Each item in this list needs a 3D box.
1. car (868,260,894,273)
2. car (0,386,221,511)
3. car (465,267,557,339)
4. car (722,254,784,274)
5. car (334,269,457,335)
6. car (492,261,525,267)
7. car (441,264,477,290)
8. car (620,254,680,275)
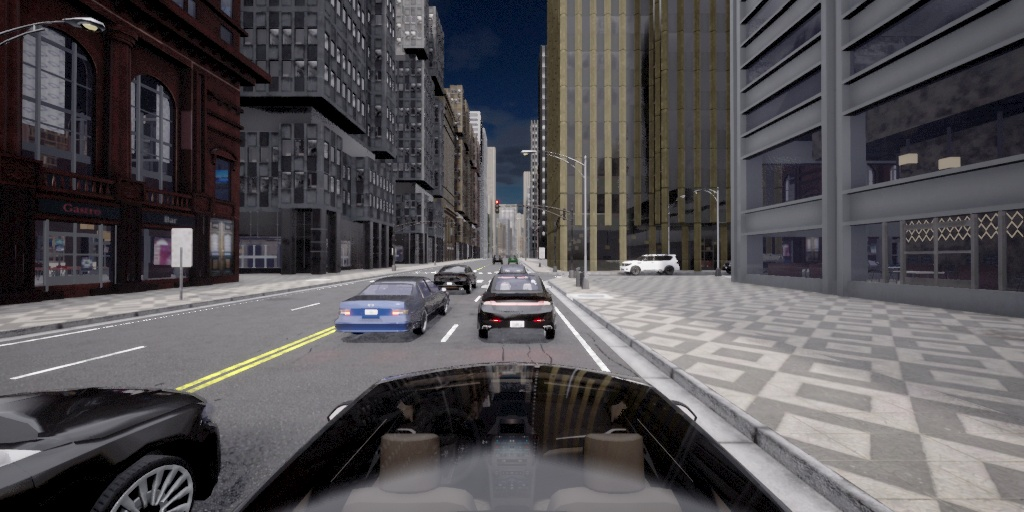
[{"bbox_3d":[34.781,1.098,35.815,5.357,1.411,2.033,0,0,0],"label":"car"},{"bbox_3d":[-3.149,1.241,0.751,2.128,1.511,4.902,0,0,0],"label":"car"},{"bbox_3d":[0.120,1.238,10.074,2.128,1.511,4.902,0,0,0],"label":"car"},{"bbox_3d":[24.164,0.814,35.829,5.566,2.045,2.150,0,0,0],"label":"car"},{"bbox_3d":[-3.129,1.293,10.494,2.033,1.411,5.357,0,0,0],"label":"car"},{"bbox_3d":[0.045,1.225,19.504,2.128,1.511,4.902,0,0,0],"label":"car"},{"bbox_3d":[-3.101,1.210,20.263,1.882,1.535,5.008,0,0,0],"label":"car"},{"bbox_3d":[13.737,0.859,35.829,5.566,2.045,2.150,0,0,0],"label":"car"}]
